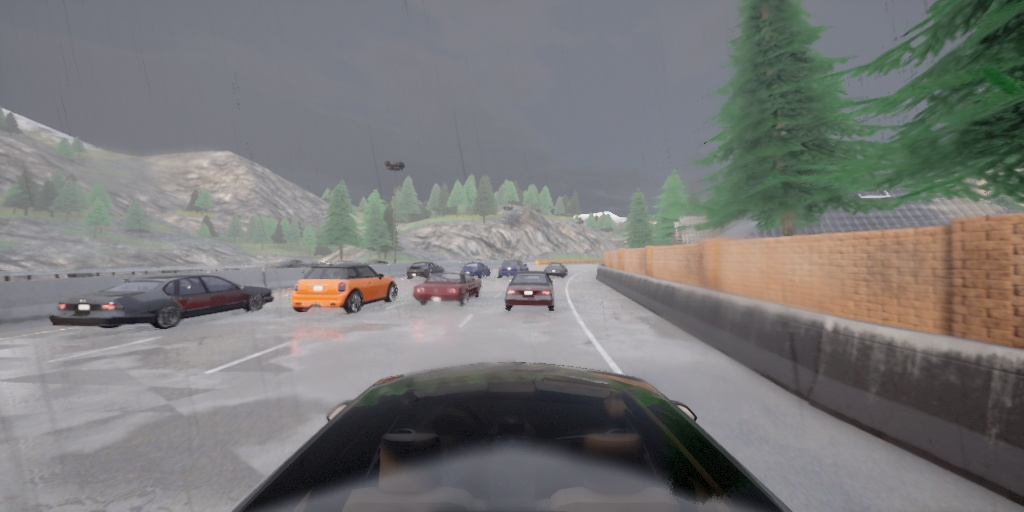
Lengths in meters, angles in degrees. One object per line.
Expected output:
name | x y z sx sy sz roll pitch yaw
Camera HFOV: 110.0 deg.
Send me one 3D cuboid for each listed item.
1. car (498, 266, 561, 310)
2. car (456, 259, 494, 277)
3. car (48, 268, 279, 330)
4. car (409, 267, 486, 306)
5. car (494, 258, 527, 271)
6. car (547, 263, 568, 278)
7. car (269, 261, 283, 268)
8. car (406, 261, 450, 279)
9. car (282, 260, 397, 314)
car | 0.810 1.306 14.731 2.033 1.411 5.357 0 0 6
car | -3.334 1.282 33.062 1.812 1.442 4.674 0 0 12
car | -10.020 1.274 11.042 2.033 1.411 5.357 0 0 4
car | -2.588 1.351 15.674 1.895 1.301 4.718 0 0 6
car | 0.210 1.119 32.780 2.097 1.767 4.553 0 0 12
car | 4.304 1.343 34.954 1.994 1.385 4.181 0 0 13
car | -26.401 1.200 42.712 1.837 1.490 4.892 0 0 14
car | -7.338 1.249 30.904 1.837 1.490 4.892 0 0 11
car | -6.234 1.091 13.951 2.097 1.767 4.553 0 0 5
